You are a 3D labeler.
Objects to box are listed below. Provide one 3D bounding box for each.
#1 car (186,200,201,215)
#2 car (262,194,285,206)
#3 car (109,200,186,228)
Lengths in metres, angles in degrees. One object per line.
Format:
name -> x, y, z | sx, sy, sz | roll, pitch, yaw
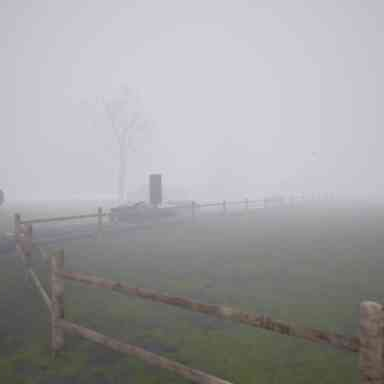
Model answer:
car -> -1.311, 1.339, 27.830 | 2.033, 1.411, 5.357 | -2, 0, 35
car -> 11.282, 1.069, 45.844 | 2.128, 1.511, 4.902 | -2, 0, 35
car -> -2.841, 1.288, 20.498 | 2.128, 1.511, 4.902 | -2, 0, 35
